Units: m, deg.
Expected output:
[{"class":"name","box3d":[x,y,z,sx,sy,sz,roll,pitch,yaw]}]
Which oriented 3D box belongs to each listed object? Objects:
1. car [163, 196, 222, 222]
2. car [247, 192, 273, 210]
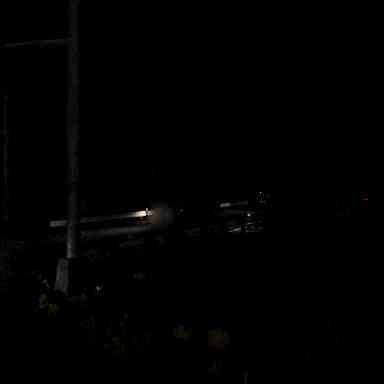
[{"class":"car","box3d":[0.096,1.088,22.946,2.128,1.511,4.902,0,3,41]},{"class":"car","box3d":[6.974,0.776,30.642,1.882,1.535,5.008,0,1,42]}]
